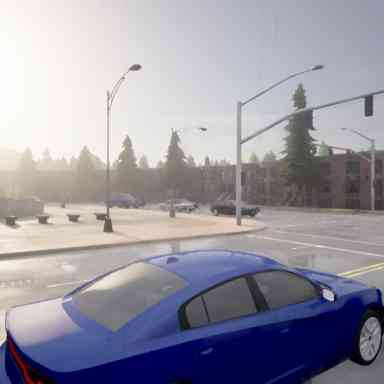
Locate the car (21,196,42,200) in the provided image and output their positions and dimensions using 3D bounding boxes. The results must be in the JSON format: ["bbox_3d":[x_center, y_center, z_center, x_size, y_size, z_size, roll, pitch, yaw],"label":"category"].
[{"bbox_3d":[-29.909,1.505,60.665,4.892,1.490,1.837,0,0,5],"label":"car"}]

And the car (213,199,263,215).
[{"bbox_3d":[4.734,1.547,35.216,2.033,1.411,5.357,0,0,-36],"label":"car"}]

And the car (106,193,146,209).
[{"bbox_3d":[-9.472,1.221,45.603,5.566,2.045,2.150,0,0,36],"label":"car"}]

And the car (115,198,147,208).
[{"bbox_3d":[-9.102,1.601,49.599,4.718,1.301,1.895,0,0,34],"label":"car"}]

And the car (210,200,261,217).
[{"bbox_3d":[3.772,1.478,30.569,1.882,1.535,5.008,0,0,-36],"label":"car"}]

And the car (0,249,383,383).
[{"bbox_3d":[0.462,1.478,4.126,5.008,1.535,1.882,0,0,-35],"label":"car"}]

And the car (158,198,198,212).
[{"bbox_3d":[-1.827,1.601,38.048,1.895,1.301,4.718,0,0,-39],"label":"car"}]
